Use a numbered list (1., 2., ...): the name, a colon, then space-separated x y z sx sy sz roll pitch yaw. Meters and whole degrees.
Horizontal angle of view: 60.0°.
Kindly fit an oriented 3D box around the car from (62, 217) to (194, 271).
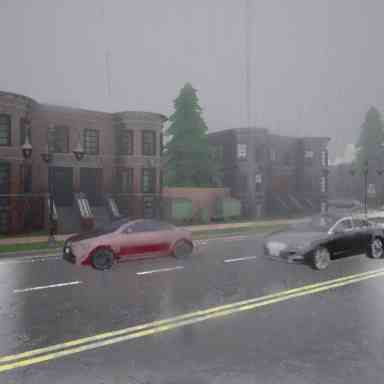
1. car: -2.016 1.563 10.987 4.181 1.385 1.994 0 0 -32

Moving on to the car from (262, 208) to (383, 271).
1. car: 4.457 1.491 10.985 4.902 1.511 2.128 0 0 -33

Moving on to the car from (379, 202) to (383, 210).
1. car: 23.908 1.440 37.775 1.882 1.535 5.008 -1 1 -32

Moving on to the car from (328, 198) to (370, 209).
1. car: 18.767 1.453 39.951 2.128 1.511 4.902 0 0 -31
